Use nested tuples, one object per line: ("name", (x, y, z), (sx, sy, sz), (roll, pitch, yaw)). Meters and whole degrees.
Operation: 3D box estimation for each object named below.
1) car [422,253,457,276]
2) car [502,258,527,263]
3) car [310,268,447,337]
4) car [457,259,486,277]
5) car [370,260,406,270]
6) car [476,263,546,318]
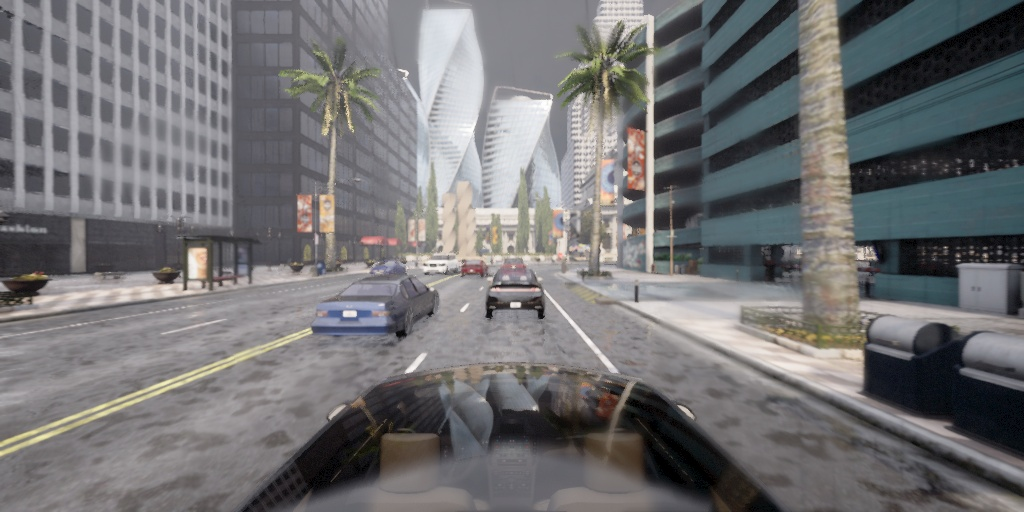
("car", (-6.697, 0.755, 34.146), (2.150, 2.045, 5.566), (0, 0, 5))
("car", (0.220, 0.913, 30.099), (2.097, 1.767, 4.553), (0, 0, 2))
("car", (-3.399, 1.242, 10.026), (2.033, 1.411, 5.357), (0, 0, 0))
("car", (-3.178, 1.026, 31.944), (1.882, 1.535, 5.008), (0, 0, 4))
("car", (-10.345, 1.085, 30.286), (1.812, 1.442, 4.674), (0, 0, 3))
("car", (0.102, 1.169, 12.641), (2.128, 1.511, 4.902), (0, 0, 0))
